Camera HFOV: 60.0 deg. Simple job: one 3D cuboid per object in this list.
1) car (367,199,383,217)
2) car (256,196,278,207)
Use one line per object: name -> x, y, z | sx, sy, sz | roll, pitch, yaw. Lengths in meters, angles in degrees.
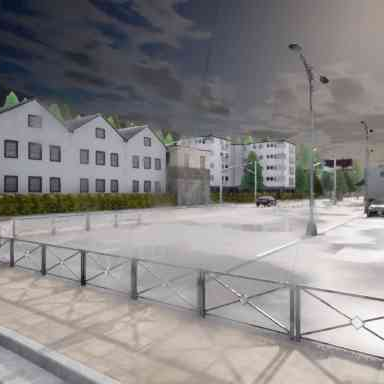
car -> 15.390, 1.298, 26.833 | 2.007, 1.523, 4.514 | 0, 0, 35
car -> 10.641, 1.313, 47.153 | 1.837, 1.490, 4.892 | 0, 0, 32
